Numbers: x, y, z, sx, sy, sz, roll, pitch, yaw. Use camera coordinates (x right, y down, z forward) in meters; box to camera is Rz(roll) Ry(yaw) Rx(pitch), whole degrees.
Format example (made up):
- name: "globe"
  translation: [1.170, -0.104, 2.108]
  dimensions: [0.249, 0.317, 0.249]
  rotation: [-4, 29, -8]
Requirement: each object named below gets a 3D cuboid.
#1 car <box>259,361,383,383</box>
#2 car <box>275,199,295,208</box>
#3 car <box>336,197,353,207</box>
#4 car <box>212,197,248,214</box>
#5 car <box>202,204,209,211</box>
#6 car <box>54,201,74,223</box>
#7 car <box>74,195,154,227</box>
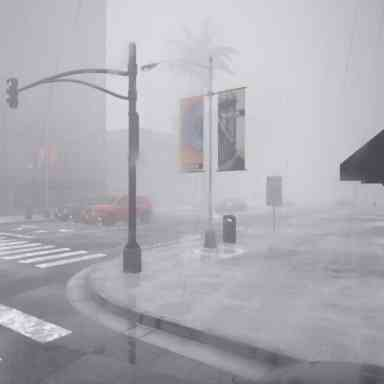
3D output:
- name: "car"
  translation: [2.166, 1.551, 1.301]
  dimensions: [4.403, 1.369, 2.008]
  rotation: [0, 0, 36]
- name: "car"
  translation: [13.991, 1.708, 50.250]
  dimensions: [2.033, 1.411, 5.357]
  rotation: [0, 0, 35]
- name: "car"
  translation: [24.754, 1.621, 54.046]
  dimensions: [2.128, 1.511, 4.902]
  rotation: [0, 0, 35]
- name: "car"
  translation: [4.364, 1.406, 36.776]
  dimensions: [2.097, 1.767, 4.553]
  rotation: [0, 0, 35]
- name: "car"
  translation: [3.178, 1.656, 40.728]
  dimensions: [1.895, 1.301, 4.718]
  rotation: [0, 0, 35]
- name: "car"
  translation: [-7.641, 1.240, 25.425]
  dimensions: [2.150, 2.045, 5.566]
  rotation: [0, 0, 35]
- name: "car"
  translation: [-5.074, 1.246, 23.393]
  dimensions: [2.150, 2.045, 5.566]
  rotation: [0, 0, 35]
